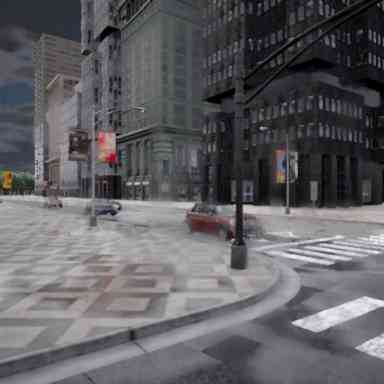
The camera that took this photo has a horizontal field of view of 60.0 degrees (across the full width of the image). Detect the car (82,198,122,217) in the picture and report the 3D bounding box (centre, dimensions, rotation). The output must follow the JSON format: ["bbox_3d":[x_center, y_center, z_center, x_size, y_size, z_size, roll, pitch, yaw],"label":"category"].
[{"bbox_3d":[-8.844,1.546,31.463,2.033,1.411,5.357,0,0,-35],"label":"car"}]

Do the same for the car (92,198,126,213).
[{"bbox_3d":[-9.645,1.487,38.224,2.128,1.511,4.902,0,0,-35],"label":"car"}]

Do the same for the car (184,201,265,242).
[{"bbox_3d":[1.508,1.358,16.731,2.097,1.767,4.553,0,0,-33],"label":"car"}]

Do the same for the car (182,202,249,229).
[{"bbox_3d":[1.446,1.504,22.584,1.837,1.490,4.892,0,0,-35],"label":"car"}]

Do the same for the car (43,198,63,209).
[{"bbox_3d":[-19.583,1.566,46.752,1.837,1.490,4.892,0,0,-35],"label":"car"}]
